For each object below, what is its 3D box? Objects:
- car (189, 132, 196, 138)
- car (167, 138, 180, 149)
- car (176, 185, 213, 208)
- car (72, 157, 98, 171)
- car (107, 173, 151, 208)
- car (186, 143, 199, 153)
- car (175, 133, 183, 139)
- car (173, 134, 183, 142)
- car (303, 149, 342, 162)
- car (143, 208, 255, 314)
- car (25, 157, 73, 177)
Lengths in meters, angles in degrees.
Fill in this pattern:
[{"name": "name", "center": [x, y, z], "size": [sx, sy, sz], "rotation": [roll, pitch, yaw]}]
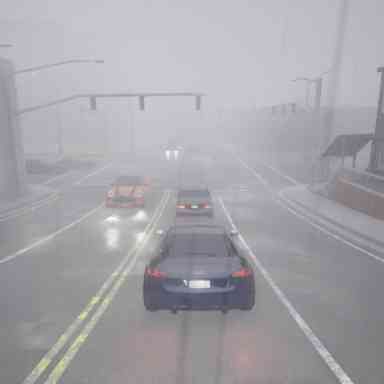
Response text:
[{"name": "car", "center": [0.149, -15.672, 91.888], "size": [1.837, 1.490, 4.892], "rotation": [0, 12, 0]}, {"name": "car", "center": [-3.477, -8.293, 58.751], "size": [1.895, 1.301, 4.718], "rotation": [0, 12, -2]}, {"name": "car", "center": [0.121, 0.362, 17.258], "size": [2.033, 1.411, 5.357], "rotation": [0, 8, 0]}, {"name": "car", "center": [-12.246, -2.992, 34.622], "size": [4.718, 1.301, 1.895], "rotation": [-1, 12, -4]}, {"name": "car", "center": [-3.692, -0.226, 19.911], "size": [2.097, 1.767, 4.553], "rotation": [0, 9, -2]}, {"name": "car", "center": [0.115, -6.940, 52.231], "size": [1.812, 1.442, 4.674], "rotation": [1, 12, 2]}, {"name": "car", "center": [-3.357, -14.790, 87.988], "size": [1.812, 1.442, 4.674], "rotation": [0, 12, 0]}, {"name": "car", "center": [-3.389, -10.488, 68.398], "size": [2.128, 1.511, 4.902], "rotation": [0, 12, 0]}, {"name": "car", "center": [16.185, -4.551, 41.323], "size": [4.674, 1.442, 1.812], "rotation": [0, 12, 0]}, {"name": "car", "center": [0.115, 1.346, 7.375], "size": [1.994, 1.385, 4.181], "rotation": [0, 3, 0]}, {"name": "car", "center": [-14.220, -2.322, 30.995], "size": [5.008, 1.535, 1.882], "rotation": [0, 12, 0]}]
